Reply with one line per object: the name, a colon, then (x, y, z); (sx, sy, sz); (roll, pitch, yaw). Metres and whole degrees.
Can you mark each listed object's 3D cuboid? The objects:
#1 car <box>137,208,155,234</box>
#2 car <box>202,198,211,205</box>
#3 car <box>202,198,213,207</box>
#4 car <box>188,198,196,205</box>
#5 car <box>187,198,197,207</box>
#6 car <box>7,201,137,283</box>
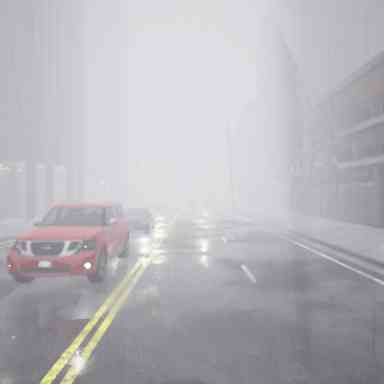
car: (-3.338, 1.709, 20.535); (1.812, 1.442, 4.674); (0, 0, 0)
car: (3.245, 2.130, 75.884); (1.994, 1.385, 4.181); (0, -1, 0)
car: (3.246, 2.165, 65.878); (1.812, 1.442, 4.674); (0, -1, 0)
car: (-0.005, 2.102, 75.884); (1.812, 1.442, 4.674); (0, -1, 0)
car: (-0.004, 2.165, 65.878); (1.812, 1.442, 4.674); (0, -1, 0)
car: (-3.355, 1.314, 10.336); (2.150, 2.045, 5.566); (0, -1, 0)
